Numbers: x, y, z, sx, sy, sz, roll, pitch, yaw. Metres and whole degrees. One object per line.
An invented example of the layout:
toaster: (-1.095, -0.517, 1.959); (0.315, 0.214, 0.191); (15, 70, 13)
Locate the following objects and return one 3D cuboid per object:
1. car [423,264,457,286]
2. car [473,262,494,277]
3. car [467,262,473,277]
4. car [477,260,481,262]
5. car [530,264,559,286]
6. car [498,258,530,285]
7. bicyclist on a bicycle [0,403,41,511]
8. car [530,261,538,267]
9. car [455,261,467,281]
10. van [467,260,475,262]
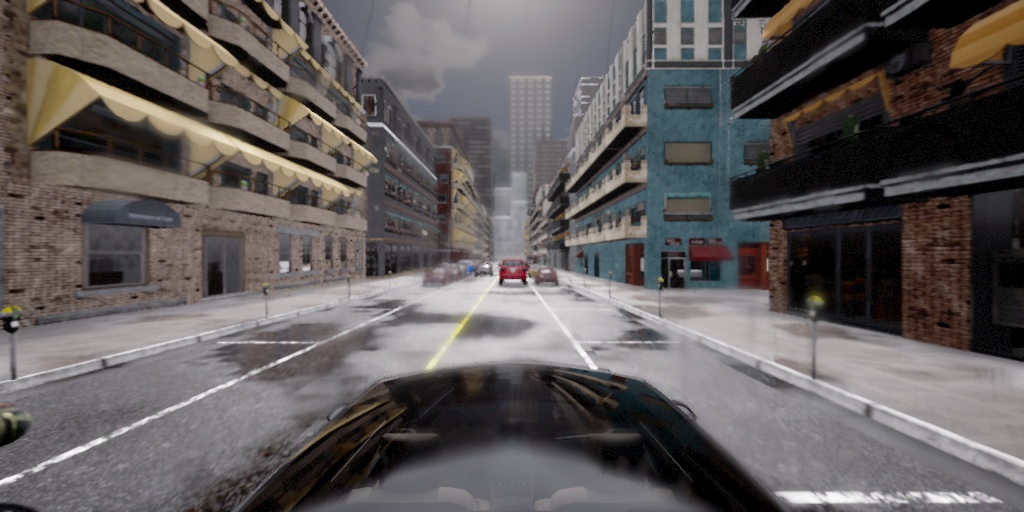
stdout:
car: (-5.698, 1.569, 27.812); (1.802, 1.307, 4.207); (0, 0, 0)
car: (-3.160, 1.672, 41.186); (1.994, 1.385, 4.181); (0, -1, 0)
car: (-5.716, 1.639, 39.016); (2.007, 1.370, 4.403); (0, 0, 0)
car: (-5.767, 1.556, 55.821); (2.192, 1.841, 5.009); (0, 0, 0)
car: (2.650, 1.567, 27.797); (1.802, 1.307, 4.207); (0, 0, 0)
car: (0.061, 1.224, 29.546); (2.150, 2.045, 5.566); (0, 0, 0)
bicyclist on a bicycle: (-3.185, 1.208, 1.904); (1.656, 1.620, 0.582); (-2, 0, 0)
car: (2.631, 1.612, 39.171); (1.751, 1.417, 4.829); (0, 0, 0)
car: (-5.707, 1.478, 33.414); (1.967, 1.591, 4.097); (0, 0, 0)
van: (-5.726, 1.480, 44.617); (1.690, 1.789, 3.998); (0, 0, 0)
